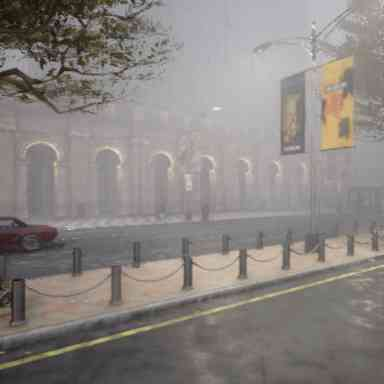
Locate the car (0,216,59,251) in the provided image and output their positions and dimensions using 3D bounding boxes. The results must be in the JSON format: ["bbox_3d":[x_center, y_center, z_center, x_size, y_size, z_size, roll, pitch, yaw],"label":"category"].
[{"bbox_3d":[-7.728,1.601,12.578,4.718,1.301,1.895,0,0,-35],"label":"car"}]
